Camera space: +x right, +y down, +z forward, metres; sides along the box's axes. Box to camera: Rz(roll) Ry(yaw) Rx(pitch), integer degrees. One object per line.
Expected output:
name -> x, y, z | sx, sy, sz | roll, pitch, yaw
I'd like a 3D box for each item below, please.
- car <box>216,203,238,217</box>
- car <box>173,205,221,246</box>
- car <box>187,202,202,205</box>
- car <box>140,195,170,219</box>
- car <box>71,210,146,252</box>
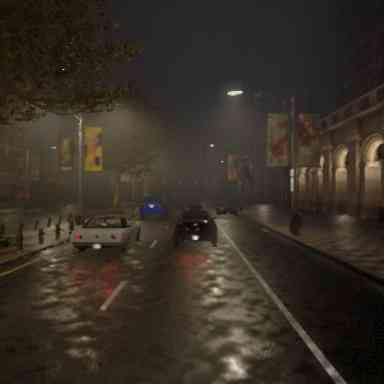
car -> 3.390, 1.709, 33.219 | 1.895, 1.301, 4.718 | 0, 0, 0
car -> 0.156, 1.557, 15.531 | 1.837, 1.490, 4.892 | 0, 0, 0
car -> 0.215, 1.631, 31.376 | 1.812, 1.442, 4.674 | 0, 0, 0
car -> -3.281, 1.318, 29.843 | 2.150, 2.045, 5.566 | 0, 0, 0
car -> -3.353, 1.645, 14.021 | 1.895, 1.301, 4.718 | 0, 0, 0
